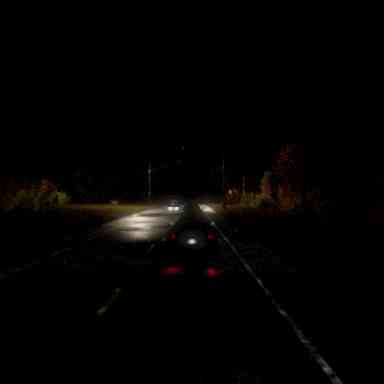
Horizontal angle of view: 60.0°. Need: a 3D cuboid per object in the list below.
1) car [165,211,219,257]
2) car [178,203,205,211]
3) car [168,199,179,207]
[{"bbox_3d":[0.013,1.705,13.519,1.994,1.385,4.181,0,-1,0],"label":"car"},{"bbox_3d":[0.005,1.805,28.507,1.837,1.490,4.892,0,0,0],"label":"car"},{"bbox_3d":[-3.567,2.189,64.598,2.128,1.511,4.902,0,-1,0],"label":"car"}]
